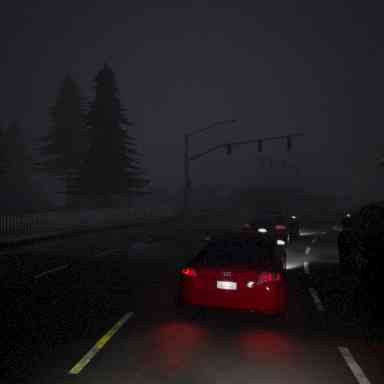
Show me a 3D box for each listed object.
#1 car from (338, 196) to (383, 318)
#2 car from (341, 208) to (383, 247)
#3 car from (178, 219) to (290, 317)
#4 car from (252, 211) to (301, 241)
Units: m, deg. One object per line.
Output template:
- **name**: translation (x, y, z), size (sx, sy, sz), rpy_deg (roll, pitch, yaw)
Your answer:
- **car**: translation (4.707, 1.221, 7.259), size (2.150, 2.045, 5.566), rpy_deg (0, 0, 15)
- **car**: translation (8.371, 1.564, 15.849), size (1.994, 1.385, 4.181), rpy_deg (0, 0, 28)
- **car**: translation (1.130, 1.564, 7.620), size (1.994, 1.385, 4.181), rpy_deg (0, 0, 15)
- **car**: translation (3.792, 1.564, 15.589), size (1.994, 1.385, 4.181), rpy_deg (0, 0, 26)
